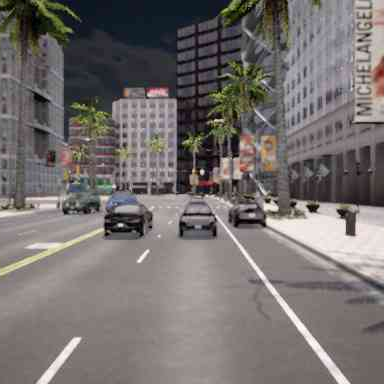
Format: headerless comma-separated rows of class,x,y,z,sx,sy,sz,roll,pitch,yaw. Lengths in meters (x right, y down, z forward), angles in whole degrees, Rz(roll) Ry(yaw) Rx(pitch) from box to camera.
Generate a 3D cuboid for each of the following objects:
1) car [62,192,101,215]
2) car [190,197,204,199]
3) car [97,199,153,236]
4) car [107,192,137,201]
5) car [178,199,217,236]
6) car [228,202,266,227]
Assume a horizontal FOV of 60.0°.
car,-10.183,0.984,31.148,2.150,2.045,5.566,0,0,1
car,0.479,1.258,32.162,1.837,1.490,4.892,0,0,1
car,-3.203,1.343,17.553,1.882,1.535,5.008,0,0,1
car,-6.663,0.977,32.060,2.150,2.045,5.566,0,0,1
car,0.299,1.356,17.469,2.128,1.511,4.902,0,0,0
car,3.437,1.350,21.348,2.161,1.482,4.786,0,0,0
